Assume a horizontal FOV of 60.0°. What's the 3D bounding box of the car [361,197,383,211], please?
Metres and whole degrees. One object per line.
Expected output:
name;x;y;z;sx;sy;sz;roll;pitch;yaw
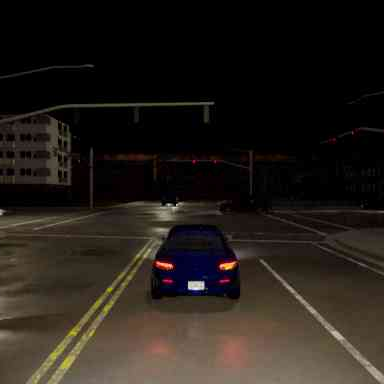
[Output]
car;21.694;1.304;37.507;4.902;1.511;2.128;-1;0;1

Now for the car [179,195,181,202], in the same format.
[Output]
car;-3.614;1.525;64.901;1.812;1.442;4.674;0;0;0

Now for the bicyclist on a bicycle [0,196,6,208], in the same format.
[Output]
bicyclist on a bicycle;-25.479;1.300;44.831;0.582;1.620;1.656;0;0;0

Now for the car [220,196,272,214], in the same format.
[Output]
car;5.355;1.431;34.387;5.008;1.535;1.882;0;0;2

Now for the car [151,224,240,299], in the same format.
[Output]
car;0.077;1.526;8.312;1.812;1.442;4.674;0;0;0

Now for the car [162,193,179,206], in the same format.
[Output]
car;-3.636;1.221;53.985;2.150;2.045;5.566;0;0;-1

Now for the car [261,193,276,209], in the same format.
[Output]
car;6.928;1.299;38.228;4.553;1.767;2.097;0;0;9

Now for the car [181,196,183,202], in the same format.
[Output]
car;-3.357;1.354;75.154;2.097;1.767;4.553;0;0;6
